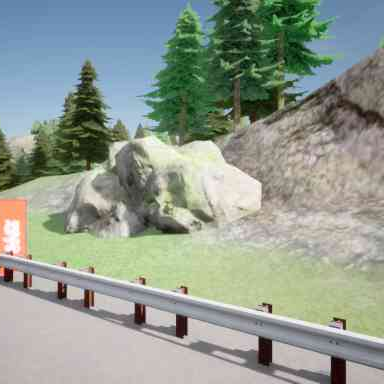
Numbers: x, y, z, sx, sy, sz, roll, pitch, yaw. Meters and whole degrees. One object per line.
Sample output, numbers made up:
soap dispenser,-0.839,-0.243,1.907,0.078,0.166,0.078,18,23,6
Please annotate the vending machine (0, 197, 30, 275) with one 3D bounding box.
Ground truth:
vending machine,-5.416,1.195,9.531,0.880,2.100,1.100,0,0,35
